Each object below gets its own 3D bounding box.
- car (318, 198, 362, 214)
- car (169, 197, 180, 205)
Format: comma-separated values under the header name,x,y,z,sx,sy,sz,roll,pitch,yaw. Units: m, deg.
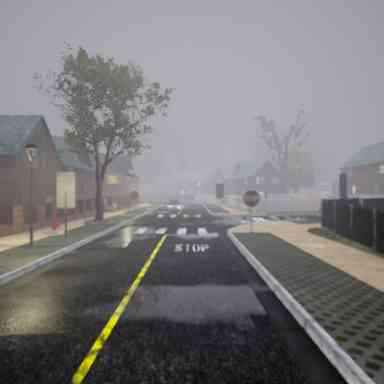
name,x,y,z,sx,sy,sz,roll,pitch,yaw
car,11.667,1.173,23.977,4.902,1.511,2.128,-1,0,-2
car,-3.057,1.579,58.104,1.895,1.301,4.718,0,0,-4
